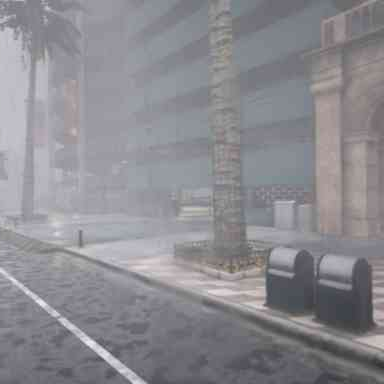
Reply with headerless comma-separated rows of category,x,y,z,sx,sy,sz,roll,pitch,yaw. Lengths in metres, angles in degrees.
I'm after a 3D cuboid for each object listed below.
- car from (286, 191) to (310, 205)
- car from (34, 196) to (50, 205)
car,8.692,0.920,23.196,2.435,2.045,5.566,-1,0,-40
car,-31.193,1.697,67.592,2.097,1.767,4.553,-1,0,29
